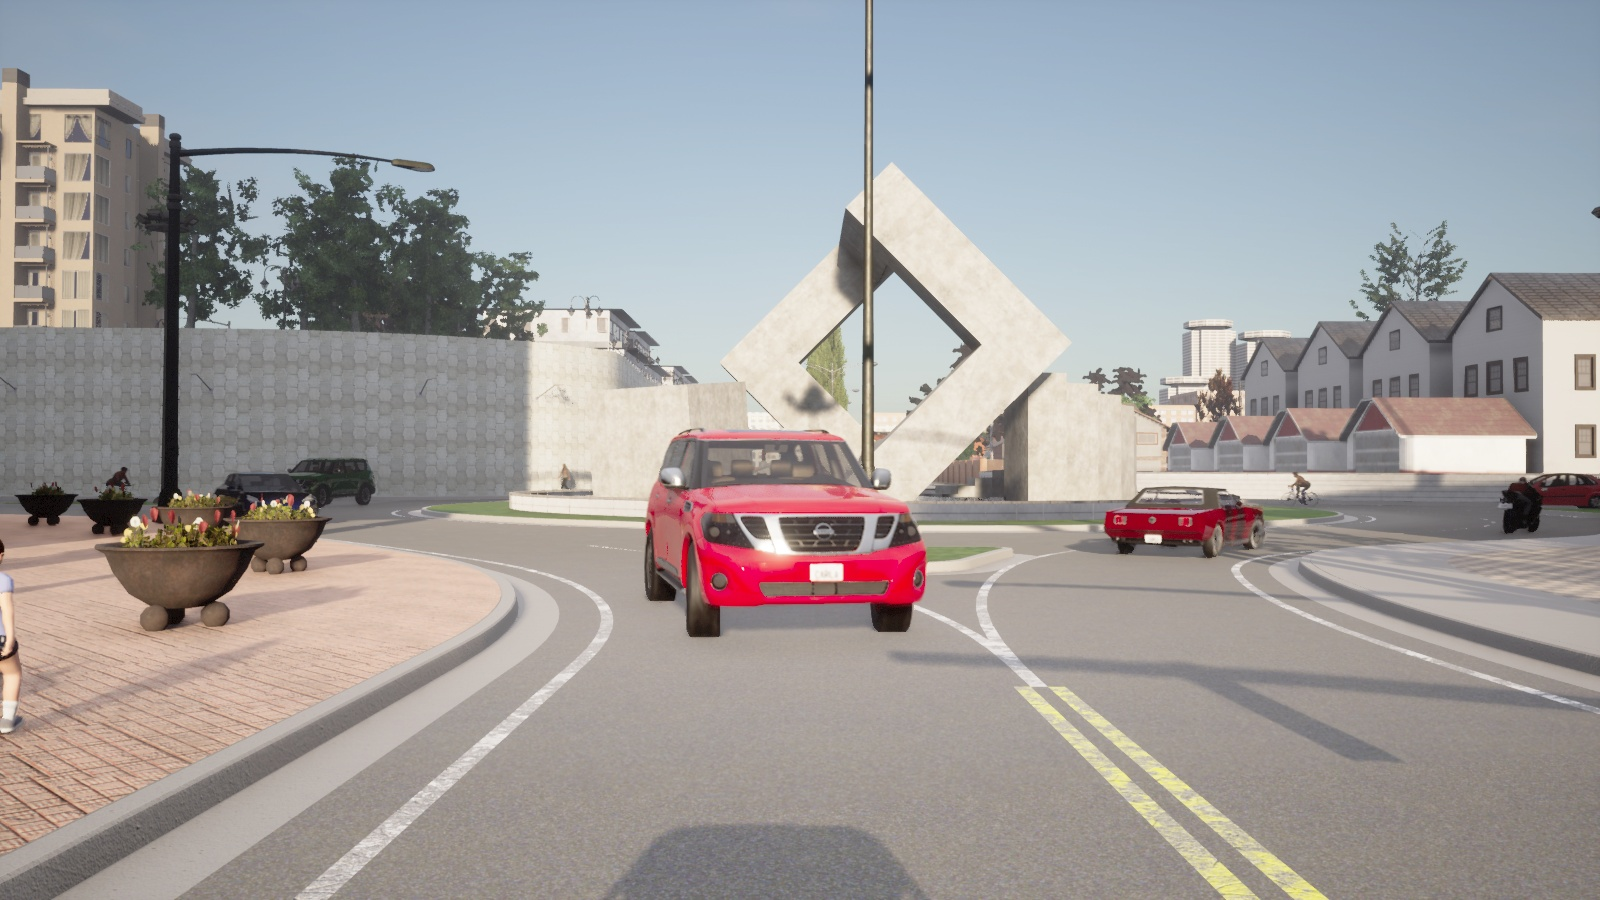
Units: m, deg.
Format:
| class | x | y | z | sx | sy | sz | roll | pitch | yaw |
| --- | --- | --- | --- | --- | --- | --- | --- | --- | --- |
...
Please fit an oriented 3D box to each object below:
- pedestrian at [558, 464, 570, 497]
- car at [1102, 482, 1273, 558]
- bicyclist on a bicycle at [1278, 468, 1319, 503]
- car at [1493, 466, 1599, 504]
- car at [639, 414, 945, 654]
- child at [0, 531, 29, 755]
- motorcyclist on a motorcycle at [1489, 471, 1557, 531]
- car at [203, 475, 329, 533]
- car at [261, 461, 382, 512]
| class | x | y | z | sx | sy | sz | roll | pitch | yaw |
| --- | --- | --- | --- | --- | --- | --- | --- | --- | --- |
| pedestrian | -13.295 | 1.708 | 70.757 | 0.331 | 1.846 | 0.634 | -1 | -1 | 42 |
| car | 7.704 | 1.298 | 24.678 | 1.895 | 1.301 | 4.718 | -1 | -1 | 34 |
| bicyclist on a bicycle | 23.024 | 1.648 | 58.058 | 1.656 | 1.620 | 0.582 | -1 | -2 | 35 |
| car | 32.210 | 1.485 | 53.827 | 3.988 | 1.617 | 1.851 | 0 | -1 | 14 |
| car | -0.392 | 0.764 | 13.652 | 2.150 | 2.045 | 5.566 | 0 | -1 | -13 |
| child | -4.190 | 0.985 | 6.464 | 0.255 | 1.110 | 0.394 | 0 | -1 | -12 |
| motorcyclist on a motorcycle | 19.204 | 1.331 | 33.334 | 2.191 | 1.530 | 0.866 | 1 | -1 | -40 |
| car | -15.100 | 1.467 | 35.353 | 2.163 | 1.488 | 4.792 | 0 | -1 | -37 |
| car | -20.190 | 1.504 | 53.347 | 2.150 | 2.045 | 5.566 | 0 | 0 | 12 |
